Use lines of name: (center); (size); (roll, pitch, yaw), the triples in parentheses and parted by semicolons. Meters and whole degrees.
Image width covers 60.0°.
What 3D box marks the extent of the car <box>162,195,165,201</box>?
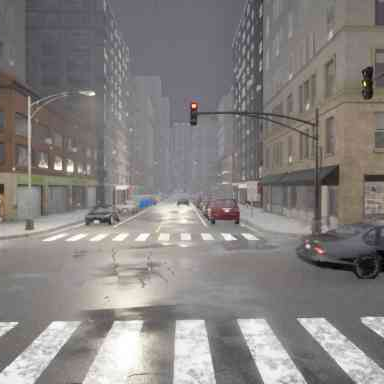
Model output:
car: (-7.680, 1.428, 74.153); (1.967, 1.590, 4.097); (-1, 0, -2)

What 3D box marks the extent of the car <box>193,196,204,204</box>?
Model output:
car: (1.158, 1.560, 63.220); (1.947, 1.339, 4.313); (-1, 0, -2)

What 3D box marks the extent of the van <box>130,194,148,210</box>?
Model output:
van: (-6.764, 1.344, 40.651); (1.690, 1.788, 3.998); (-1, 0, -2)

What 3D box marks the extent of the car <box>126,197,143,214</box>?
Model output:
car: (-6.604, 1.529, 34.898); (1.752, 1.417, 4.829); (-1, 0, -2)

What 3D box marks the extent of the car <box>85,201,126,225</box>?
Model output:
car: (-6.302, 1.569, 23.900); (1.947, 1.339, 4.313); (-1, 0, -2)

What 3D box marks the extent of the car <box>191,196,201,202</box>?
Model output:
car: (0.855, 1.538, 74.387); (2.008, 1.369, 4.403); (-1, 0, -2)

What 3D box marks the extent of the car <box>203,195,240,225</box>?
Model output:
car: (2.217, 1.318, 24.133); (2.192, 1.841, 5.009); (-1, 0, -2)

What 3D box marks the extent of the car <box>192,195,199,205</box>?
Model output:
car: (1.611, 1.316, 46.468); (2.192, 1.841, 5.009); (-1, 0, -2)

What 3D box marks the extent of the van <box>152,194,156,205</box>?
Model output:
van: (-7.070, 1.340, 51.819); (1.690, 1.788, 3.998); (-1, 0, -2)

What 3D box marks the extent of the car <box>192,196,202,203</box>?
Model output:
car: (1.007, 1.557, 68.804); (1.947, 1.339, 4.313); (-1, 0, -2)

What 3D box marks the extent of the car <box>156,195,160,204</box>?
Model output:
car: (-7.223, 1.312, 57.403); (2.192, 1.841, 5.009); (-1, 0, -2)

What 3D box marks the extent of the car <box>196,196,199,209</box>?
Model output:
car: (1.760, 1.528, 41.054); (1.752, 1.417, 4.829); (-1, 0, -2)

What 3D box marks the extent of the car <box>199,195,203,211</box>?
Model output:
car: (2.066, 1.319, 29.717); (2.192, 1.841, 5.009); (-1, 0, -2)

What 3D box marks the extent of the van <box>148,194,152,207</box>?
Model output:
van: (-6.917, 1.342, 46.235); (1.690, 1.788, 3.998); (-1, 0, -2)

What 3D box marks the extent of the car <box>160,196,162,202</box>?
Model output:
car: (-7.374, 1.434, 62.986); (1.967, 1.590, 4.097); (-1, 0, -2)

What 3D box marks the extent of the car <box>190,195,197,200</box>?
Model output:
car: (0.400, 1.525, 91.139); (2.008, 1.369, 4.403); (-1, 0, -2)

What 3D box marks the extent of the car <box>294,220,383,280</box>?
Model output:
car: (5.705, 1.513, 9.276); (5.357, 1.411, 2.033); (-1, 0, -2)

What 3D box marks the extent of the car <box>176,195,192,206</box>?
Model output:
car: (-1.434, 1.504, 53.479); (1.837, 1.490, 4.892); (0, 0, -2)

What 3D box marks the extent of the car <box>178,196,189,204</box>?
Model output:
car: (-1.719, 1.541, 63.897); (2.033, 1.411, 5.357); (0, 0, -2)

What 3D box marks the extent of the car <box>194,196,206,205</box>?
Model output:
car: (1.305, 1.522, 57.806); (1.752, 1.417, 4.829); (-1, 0, -2)
